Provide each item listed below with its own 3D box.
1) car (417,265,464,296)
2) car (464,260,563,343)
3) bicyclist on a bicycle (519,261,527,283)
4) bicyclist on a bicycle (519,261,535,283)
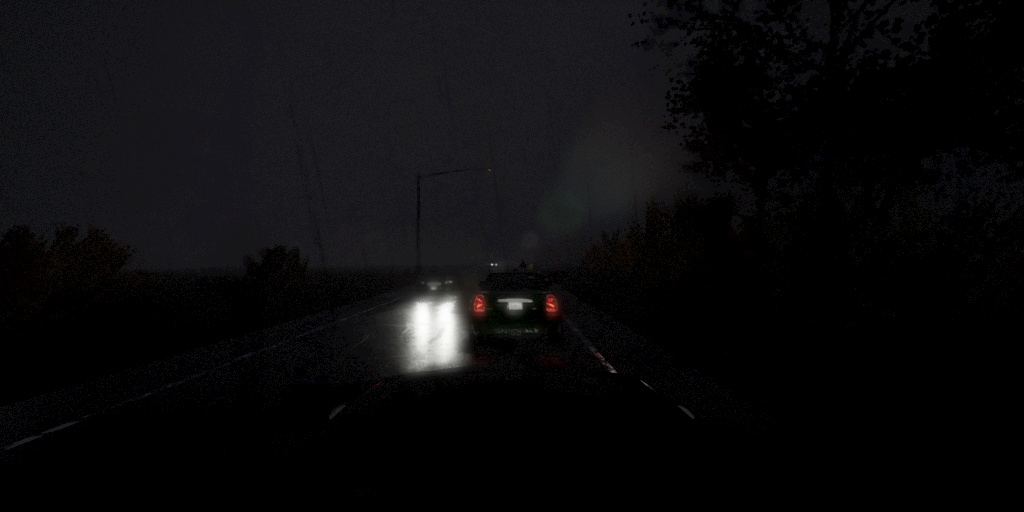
[{"bbox_3d":[-3.671,1.235,19.171,2.128,1.511,4.902,0,0,0],"label":"car"},{"bbox_3d":[0.073,1.099,9.829,2.097,1.767,4.553,0,0,0],"label":"car"},{"bbox_3d":[0.841,1.193,27.290,0.582,1.620,1.656,0,0,0],"label":"bicyclist on a bicycle"},{"bbox_3d":[0.904,1.181,17.173,0.866,1.612,1.509,0,0,0],"label":"bicyclist on a bicycle"}]
